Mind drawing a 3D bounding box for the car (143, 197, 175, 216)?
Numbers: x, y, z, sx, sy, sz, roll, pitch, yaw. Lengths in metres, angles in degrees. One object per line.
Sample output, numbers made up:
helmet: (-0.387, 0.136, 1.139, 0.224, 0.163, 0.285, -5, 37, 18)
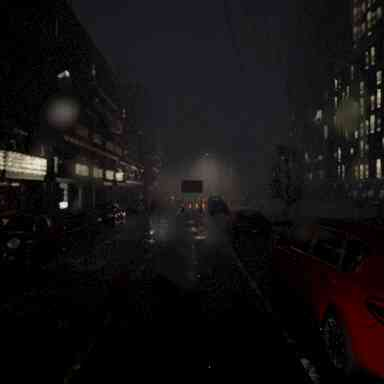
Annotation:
car: (-3.099, 1.490, 32.311, 2.128, 1.511, 4.902, 0, 0, 0)

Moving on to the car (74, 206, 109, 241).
car: (-5.696, 1.579, 16.479, 1.802, 1.307, 4.206, 0, 0, 0)

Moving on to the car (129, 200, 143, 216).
car: (-5.697, 1.524, 32.889, 1.752, 1.417, 4.829, 0, 0, 0)

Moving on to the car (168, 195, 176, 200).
car: (-5.702, 1.630, 93.851, 1.947, 1.339, 4.313, 0, 0, 0)

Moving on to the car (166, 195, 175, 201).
car: (-5.702, 1.494, 88.324, 1.967, 1.590, 4.097, 0, 0, 0)

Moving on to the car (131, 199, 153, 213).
car: (-5.698, 1.545, 38.584, 1.887, 1.381, 4.507, 0, 0, 0)

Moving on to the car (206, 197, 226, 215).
car: (2.683, 1.524, 33.229, 1.752, 1.417, 4.829, 0, 0, 0)

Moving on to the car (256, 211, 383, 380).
car: (2.684, 1.314, 5.425, 2.192, 1.841, 5.009, 0, 0, 0)

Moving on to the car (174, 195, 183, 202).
car: (-3.007, 1.575, 73.165, 1.895, 1.301, 4.718, 0, 0, 0)

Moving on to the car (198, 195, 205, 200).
car: (2.678, 1.630, 93.852, 1.947, 1.339, 4.313, 0, 0, 0)

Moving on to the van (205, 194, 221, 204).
van: (2.681, 1.342, 38.585, 1.690, 1.788, 3.998, 0, 0, 0)

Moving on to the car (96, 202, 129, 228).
car: (-5.697, 1.437, 22.005, 1.967, 1.590, 4.097, 0, 0, 0)

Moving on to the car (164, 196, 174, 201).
car: (-5.701, 1.596, 82.799, 2.008, 1.369, 4.403, 0, 0, 0)

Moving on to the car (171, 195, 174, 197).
car: (-5.702, 1.346, 71.745, 2.192, 1.841, 5.009, 0, 0, 0)

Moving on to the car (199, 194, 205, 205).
car: (2.680, 1.453, 55.165, 1.967, 1.590, 4.097, 0, 0, 0)

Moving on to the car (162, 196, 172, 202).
car: (-5.700, 1.588, 77.272, 2.008, 1.369, 4.403, 0, 0, 0)

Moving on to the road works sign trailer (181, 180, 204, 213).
road works sign trailer: (-0.003, 0.464, 36.583, 2.380, 3.560, 2.880, 0, 0, 0)

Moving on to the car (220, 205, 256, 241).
car: (2.684, 1.542, 16.479, 1.887, 1.381, 4.507, 0, 0, 0)

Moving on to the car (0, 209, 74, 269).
car: (-5.696, 1.438, 10.952, 1.967, 1.590, 4.097, 0, 0, 0)

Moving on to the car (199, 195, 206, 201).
car: (2.678, 1.580, 88.494, 1.752, 1.417, 4.829, 0, 0, 0)

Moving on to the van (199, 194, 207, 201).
van: (2.678, 1.387, 82.799, 1.690, 1.788, 3.998, 0, 0, 0)

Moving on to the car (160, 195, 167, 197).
car: (-5.699, 1.558, 55.165, 1.887, 1.381, 4.507, 0, 0, 0)

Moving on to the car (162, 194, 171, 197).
car: (-5.701, 1.549, 66.049, 1.752, 1.417, 4.829, 0, 0, 0)
